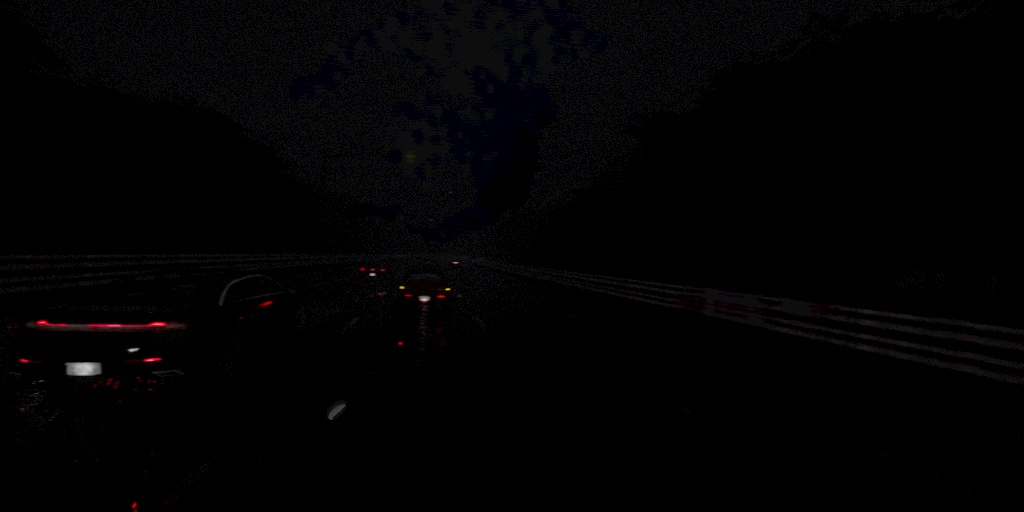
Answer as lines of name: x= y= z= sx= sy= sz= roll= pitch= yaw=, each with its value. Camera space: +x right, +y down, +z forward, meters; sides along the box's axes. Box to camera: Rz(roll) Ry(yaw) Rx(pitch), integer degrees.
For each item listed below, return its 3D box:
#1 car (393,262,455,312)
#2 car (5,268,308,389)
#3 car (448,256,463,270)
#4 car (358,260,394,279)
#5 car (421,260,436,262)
car: x=-3.280 y=1.153 z=13.575 sx=1.812 sy=1.442 sz=4.674 roll=4 pitch=0 yaw=-13
car: x=-5.081 y=0.959 z=6.145 sx=2.128 sy=1.511 sz=4.902 roll=4 pitch=0 yaw=-14
car: x=-8.202 y=1.156 z=52.388 sx=2.128 sy=1.511 sz=4.902 roll=4 pitch=0 yaw=-11
car: x=-9.732 y=0.941 z=26.009 sx=1.895 sy=1.301 sz=4.718 roll=4 pitch=-1 yaw=-13
car: x=-7.690 y=1.053 z=33.041 sx=1.812 sy=1.442 sz=4.674 roll=4 pitch=0 yaw=-12
